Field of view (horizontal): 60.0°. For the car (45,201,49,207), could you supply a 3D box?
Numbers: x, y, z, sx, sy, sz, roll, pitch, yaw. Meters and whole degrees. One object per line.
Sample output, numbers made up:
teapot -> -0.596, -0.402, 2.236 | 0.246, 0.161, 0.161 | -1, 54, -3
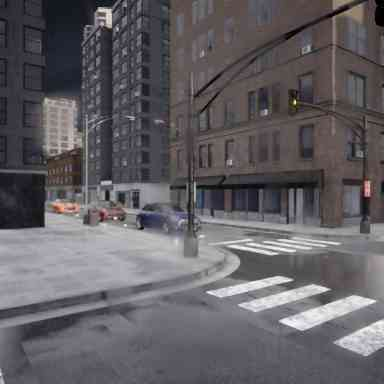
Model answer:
car -> -22.375, 1.846, 53.873 | 1.895, 1.301, 4.718 | 0, 0, -36

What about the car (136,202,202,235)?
car -> -1.447, 1.420, 19.504 | 2.097, 1.767, 4.553 | 0, 0, -38

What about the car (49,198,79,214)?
car -> -14.247, 1.516, 37.519 | 2.097, 1.767, 4.553 | 0, 0, -33

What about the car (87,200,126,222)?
car -> -7.217, 1.464, 27.588 | 2.097, 1.767, 4.553 | 0, 0, -35
